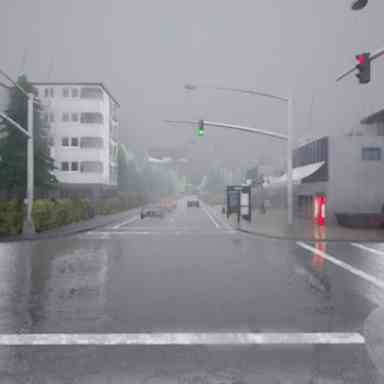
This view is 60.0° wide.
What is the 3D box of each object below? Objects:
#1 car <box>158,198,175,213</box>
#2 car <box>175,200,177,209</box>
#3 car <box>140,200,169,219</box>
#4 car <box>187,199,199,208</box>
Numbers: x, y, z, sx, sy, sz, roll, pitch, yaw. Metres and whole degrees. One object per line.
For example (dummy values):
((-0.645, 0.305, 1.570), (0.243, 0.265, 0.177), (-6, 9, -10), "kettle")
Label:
((-3.500, 1.593, 40.334), (2.097, 1.767, 4.553), (0, 0, 0), "car")
((-3.445, 1.652, 50.385), (2.097, 1.767, 4.553), (0, 0, 1), "car")
((-3.530, 1.747, 30.631), (1.994, 1.385, 4.181), (0, 0, 0), "car")
((0.228, 1.797, 53.563), (1.882, 1.535, 5.008), (0, 0, 1), "car")
